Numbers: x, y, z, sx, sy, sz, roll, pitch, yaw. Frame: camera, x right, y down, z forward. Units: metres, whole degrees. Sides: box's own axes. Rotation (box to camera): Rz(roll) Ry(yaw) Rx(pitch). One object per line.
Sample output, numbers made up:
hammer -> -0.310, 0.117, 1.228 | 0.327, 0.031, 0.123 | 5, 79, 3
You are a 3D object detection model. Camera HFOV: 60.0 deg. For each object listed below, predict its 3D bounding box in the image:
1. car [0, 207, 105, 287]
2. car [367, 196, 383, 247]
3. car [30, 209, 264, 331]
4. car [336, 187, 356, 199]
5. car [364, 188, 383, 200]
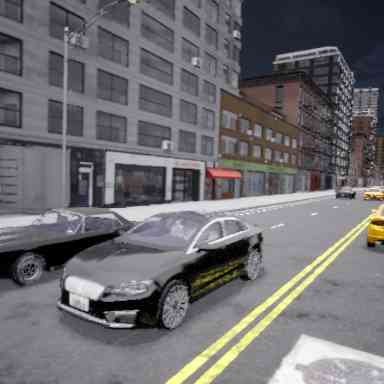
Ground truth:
car -> -2.978, 1.079, 8.093 | 1.895, 1.301, 4.718 | 4, 3, 33
car -> 7.693, 1.151, 12.192 | 1.882, 1.535, 5.008 | 4, 3, 33
car -> -0.159, 1.152, 6.463 | 2.128, 1.511, 4.902 | 4, 3, 33
car -> 20.165, 0.090, 43.439 | 1.882, 1.535, 5.008 | 4, 4, 34
car -> 22.883, 0.275, 41.667 | 1.882, 1.535, 5.008 | 4, 4, 34
